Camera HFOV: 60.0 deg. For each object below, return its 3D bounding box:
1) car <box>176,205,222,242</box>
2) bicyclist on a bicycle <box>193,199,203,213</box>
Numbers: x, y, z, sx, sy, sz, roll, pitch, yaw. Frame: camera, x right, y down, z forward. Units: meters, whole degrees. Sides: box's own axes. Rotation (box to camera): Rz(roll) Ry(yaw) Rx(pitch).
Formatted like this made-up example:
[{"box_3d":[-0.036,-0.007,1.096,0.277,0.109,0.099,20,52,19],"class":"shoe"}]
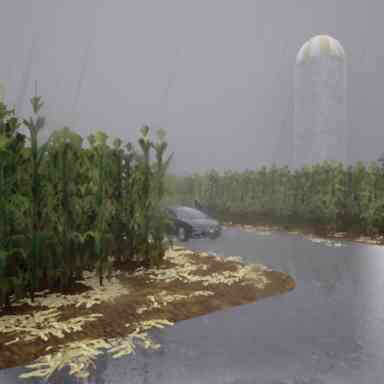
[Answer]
[{"box_3d":[-0.510,1.425,16.098,1.837,1.490,4.892,1,0,-34],"class":"car"},{"box_3d":[0.393,1.413,26.158,1.656,1.620,0.582,1,0,-35],"class":"bicyclist on a bicycle"}]
